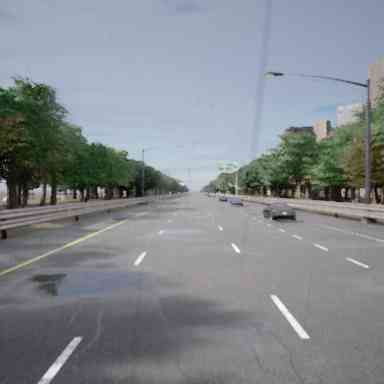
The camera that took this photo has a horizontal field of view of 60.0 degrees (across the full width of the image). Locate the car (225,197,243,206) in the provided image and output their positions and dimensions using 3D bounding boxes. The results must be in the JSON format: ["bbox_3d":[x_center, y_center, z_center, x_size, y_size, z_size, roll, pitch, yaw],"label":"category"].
[{"bbox_3d":[7.165,1.593,54.799,2.033,1.411,5.357,0,0,0],"label":"car"}]

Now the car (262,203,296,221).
[{"bbox_3d":[7.042,1.585,27.192,1.994,1.385,4.181,0,0,0],"label":"car"}]

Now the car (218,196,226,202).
[{"bbox_3d":[7.342,1.615,78.951,1.994,1.385,4.181,0,0,1],"label":"car"}]
